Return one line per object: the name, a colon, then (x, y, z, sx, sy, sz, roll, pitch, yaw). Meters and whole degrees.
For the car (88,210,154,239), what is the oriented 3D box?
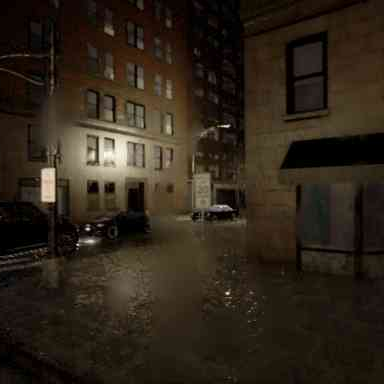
car: (-4.015, 1.660, 18.129, 1.994, 1.385, 4.181, -1, 0, 36)

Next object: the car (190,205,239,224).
car: (1.850, 1.715, 26.282, 1.895, 1.301, 4.718, -1, 0, 36)

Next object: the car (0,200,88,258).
car: (-6.108, 1.279, 10.709, 2.150, 2.045, 5.566, -3, -1, 18)
